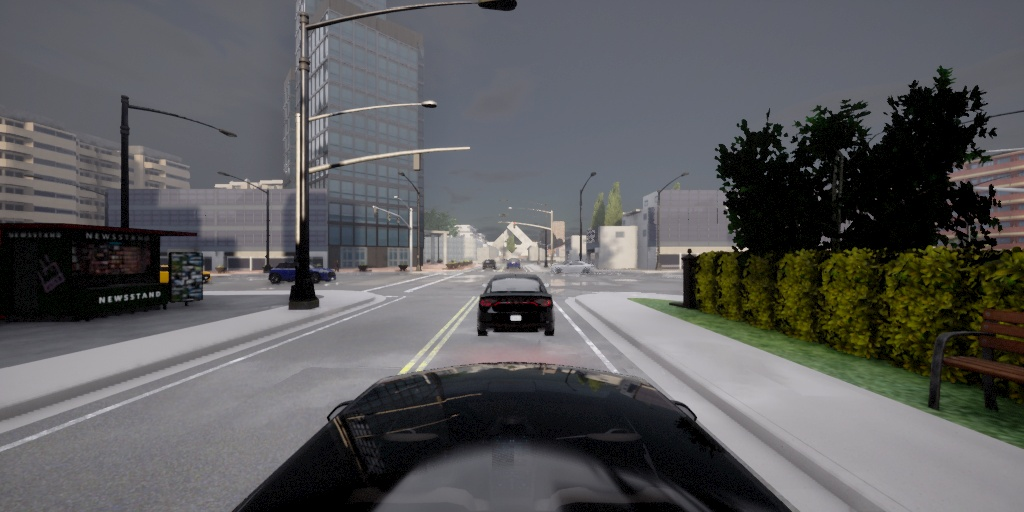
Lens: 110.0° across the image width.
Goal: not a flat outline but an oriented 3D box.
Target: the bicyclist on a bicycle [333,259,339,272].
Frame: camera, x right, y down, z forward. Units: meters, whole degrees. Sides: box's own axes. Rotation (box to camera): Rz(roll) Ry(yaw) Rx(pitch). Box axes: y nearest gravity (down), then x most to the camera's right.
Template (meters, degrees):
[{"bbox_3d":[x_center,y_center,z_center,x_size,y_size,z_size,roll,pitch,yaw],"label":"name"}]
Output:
[{"bbox_3d":[-21.822,1.216,44.493,0.582,1.620,1.656,-1,0,0],"label":"bicyclist on a bicycle"}]

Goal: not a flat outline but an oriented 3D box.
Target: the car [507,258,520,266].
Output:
[{"bbox_3d":[0.290,1.102,57.810,2.097,1.767,4.553,0,0,1],"label":"car"}]

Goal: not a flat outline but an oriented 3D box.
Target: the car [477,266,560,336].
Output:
[{"bbox_3d":[0.110,1.228,10.434,1.882,1.535,5.008,0,0,1],"label":"car"}]

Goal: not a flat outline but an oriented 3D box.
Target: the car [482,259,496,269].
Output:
[{"bbox_3d":[-3.380,1.227,54.216,1.882,1.535,5.008,0,0,0],"label":"car"}]

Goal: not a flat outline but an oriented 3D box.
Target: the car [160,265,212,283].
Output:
[{"bbox_3d":[-26.398,1.454,28.001,5.008,1.535,1.882,-1,0,0],"label":"car"}]

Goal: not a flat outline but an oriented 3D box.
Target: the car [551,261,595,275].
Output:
[{"bbox_3d":[6.547,1.275,38.823,4.674,1.442,1.812,0,0,0],"label":"car"}]

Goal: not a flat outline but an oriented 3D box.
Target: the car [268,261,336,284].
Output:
[{"bbox_3d":[-16.286,1.209,28.038,4.553,1.767,2.097,-1,0,0],"label":"car"}]
